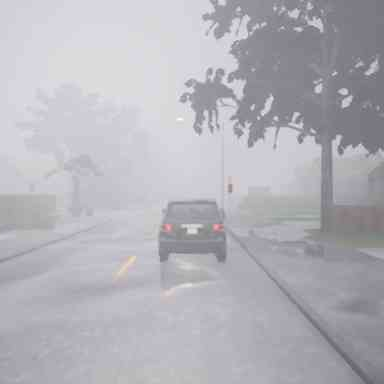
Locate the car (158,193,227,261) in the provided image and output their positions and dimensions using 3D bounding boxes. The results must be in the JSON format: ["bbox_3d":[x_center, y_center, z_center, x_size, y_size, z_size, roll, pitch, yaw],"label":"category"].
[{"bbox_3d":[0.031,1.212,12.295,2.150,2.045,5.566,0,0,0],"label":"car"}]

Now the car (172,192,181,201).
[{"bbox_3d":[-4.017,1.139,85.626,2.150,2.045,5.566,0,0,0],"label":"car"}]

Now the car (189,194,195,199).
[{"bbox_3d":[-0.018,1.281,91.682,1.812,1.442,4.674,0,0,0],"label":"car"}]

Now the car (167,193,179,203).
[{"bbox_3d":[-4.014,1.168,69.970,2.150,2.045,5.566,0,0,0],"label":"car"}]

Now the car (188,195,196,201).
[{"bbox_3d":[-0.016,1.402,81.262,1.882,1.535,5.008,0,0,0],"label":"car"}]
